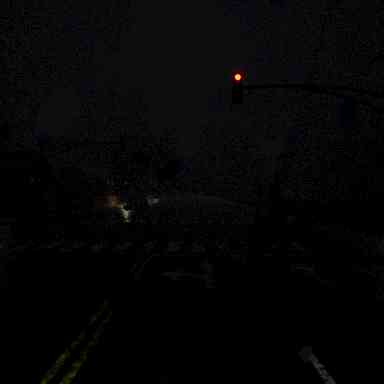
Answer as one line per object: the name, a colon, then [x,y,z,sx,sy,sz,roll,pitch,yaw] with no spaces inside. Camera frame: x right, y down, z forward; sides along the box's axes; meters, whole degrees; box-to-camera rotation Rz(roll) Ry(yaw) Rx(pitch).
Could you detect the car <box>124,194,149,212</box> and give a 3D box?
car: [-6.415,1.313,38.941,2.150,2.045,5.566,0,1,0]
